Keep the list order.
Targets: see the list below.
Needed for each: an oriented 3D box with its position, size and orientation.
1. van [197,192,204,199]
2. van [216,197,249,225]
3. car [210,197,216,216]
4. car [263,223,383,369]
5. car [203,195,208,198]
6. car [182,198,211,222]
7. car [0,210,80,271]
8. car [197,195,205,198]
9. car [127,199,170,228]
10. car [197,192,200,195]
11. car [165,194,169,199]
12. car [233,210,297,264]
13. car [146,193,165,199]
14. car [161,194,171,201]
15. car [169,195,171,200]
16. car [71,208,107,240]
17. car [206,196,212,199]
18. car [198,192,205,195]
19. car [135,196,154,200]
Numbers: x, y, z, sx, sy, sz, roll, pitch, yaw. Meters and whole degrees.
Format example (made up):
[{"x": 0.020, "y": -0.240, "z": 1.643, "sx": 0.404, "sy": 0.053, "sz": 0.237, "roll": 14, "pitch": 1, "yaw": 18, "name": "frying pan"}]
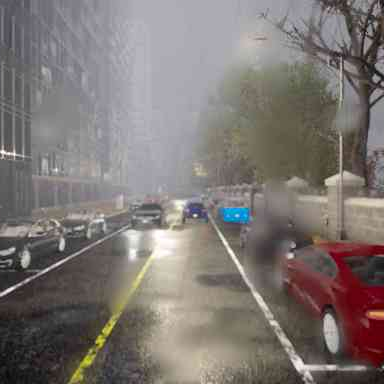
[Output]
[{"x": 2.164, "y": 0.930, "z": 84.499, "sx": 1.690, "sy": 1.788, "sz": 3.998, "roll": 0, "pitch": 0, "yaw": -1, "name": "van"}, {"x": 2.827, "y": 1.236, "z": 22.676, "sx": 1.690, "sy": 1.788, "sz": 3.998, "roll": 0, "pitch": 0, "yaw": 0, "name": "van"}, {"x": 2.863, "y": 1.420, "z": 28.294, "sx": 2.008, "sy": 1.369, "sz": 4.403, "roll": 0, "pitch": 0, "yaw": 0, "name": "car"}, {"x": 2.718, "y": 1.518, "z": 5.787, "sx": 1.887, "sy": 1.381, "sz": 4.507, "roll": 0, "pitch": 0, "yaw": 0, "name": "car"}, {"x": 2.869, "y": 1.340, "z": 45.150, "sx": 2.008, "sy": 1.369, "sz": 4.403, "roll": 0, "pitch": 0, "yaw": 0, "name": "car"}, {"x": 0.235, "y": 1.411, "z": 24.819, "sx": 1.812, "sy": 1.442, "sz": 4.674, "roll": 0, "pitch": 0, "yaw": 0, "name": "car"}, {"x": -5.433, "y": 1.501, "z": 10.589, "sx": 2.008, "sy": 1.369, "sz": 4.403, "roll": 0, "pitch": 0, "yaw": 0, "name": "car"}, {"x": 0.265, "y": 1.403, "z": 42.290, "sx": 1.895, "sy": 1.301, "sz": 4.718, "roll": 0, "pitch": 0, "yaw": 0, "name": "car"}, {"x": -2.659, "y": 1.426, "z": 21.435, "sx": 1.812, "sy": 1.442, "sz": 4.674, "roll": 0, "pitch": 0, "yaw": 1, "name": "car"}, {"x": 2.549, "y": 1.172, "z": 73.427, "sx": 1.752, "sy": 1.417, "sz": 4.829, "roll": 0, "pitch": 0, "yaw": -1, "name": "car"}, {"x": -5.371, "y": 1.263, "z": 55.498, "sx": 1.752, "sy": 1.417, "sz": 4.829, "roll": 0, "pitch": 0, "yaw": 0, "name": "car"}, {"x": 2.743, "y": 1.513, "z": 11.427, "sx": 1.947, "sy": 1.339, "sz": 4.313, "roll": 0, "pitch": 0, "yaw": 0, "name": "car"}, {"x": -5.298, "y": 1.107, "z": 44.384, "sx": 2.192, "sy": 1.841, "sz": 5.009, "roll": 0, "pitch": 0, "yaw": 0, "name": "car"}, {"x": -5.607, "y": 1.195, "z": 72.601, "sx": 1.887, "sy": 1.381, "sz": 4.507, "roll": 0, "pitch": 0, "yaw": -1, "name": "car"}, {"x": -5.510, "y": 1.206, "z": 66.789, "sx": 1.752, "sy": 1.417, "sz": 4.829, "roll": 0, "pitch": 0, "yaw": -1, "name": "car"}, {"x": -5.394, "y": 1.475, "z": 16.210, "sx": 2.008, "sy": 1.369, "sz": 4.403, "roll": 0, "pitch": 0, "yaw": 0, "name": "car"}, {"x": 2.884, "y": 1.398, "z": 39.530, "sx": 1.802, "sy": 1.307, "sz": 4.206, "roll": 0, "pitch": 0, "yaw": 0, "name": "car"}, {"x": 2.647, "y": 1.227, "z": 67.633, "sx": 2.008, "sy": 1.369, "sz": 4.403, "roll": 0, "pitch": 0, "yaw": -1, "name": "car"}, {"x": -5.289, "y": 1.397, "z": 33.105, "sx": 2.008, "sy": 1.369, "sz": 4.403, "roll": 0, "pitch": 0, "yaw": 0, "name": "car"}]
